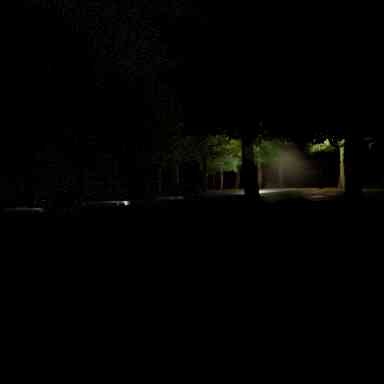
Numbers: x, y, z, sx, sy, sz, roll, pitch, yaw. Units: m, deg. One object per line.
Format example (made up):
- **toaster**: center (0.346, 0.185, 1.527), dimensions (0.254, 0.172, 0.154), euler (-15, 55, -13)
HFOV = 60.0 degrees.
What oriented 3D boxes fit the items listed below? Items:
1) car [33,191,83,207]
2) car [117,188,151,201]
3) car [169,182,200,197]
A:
- **car**: center (-13.513, 0.666, 33.731), dimensions (1.837, 1.490, 4.892), euler (-1, 2, 38)
- **car**: center (-7.233, 0.282, 41.878), dimensions (1.812, 1.442, 4.674), euler (-1, 2, 37)
- **car**: center (-1.010, -0.412, 49.957), dimensions (2.150, 2.045, 5.566), euler (-1, 2, 37)
